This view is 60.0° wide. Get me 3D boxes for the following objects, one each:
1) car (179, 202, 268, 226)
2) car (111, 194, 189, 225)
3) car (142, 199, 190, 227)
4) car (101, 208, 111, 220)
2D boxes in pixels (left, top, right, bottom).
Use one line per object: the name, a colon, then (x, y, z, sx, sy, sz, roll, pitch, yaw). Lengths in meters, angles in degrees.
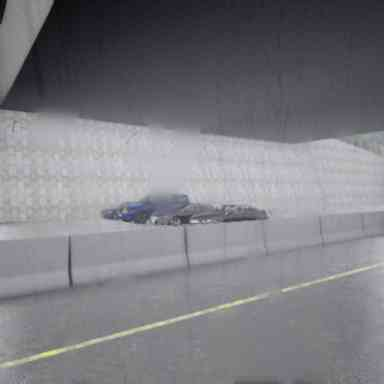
car: (2.078, 1.434, 18.368, 4.902, 1.511, 2.128, 0, 0, -35)
car: (-2.517, 1.167, 23.688, 5.566, 2.045, 2.150, 0, 0, -35)
car: (-0.287, 1.436, 20.981, 4.902, 1.511, 2.128, 0, 0, -35)
car: (-4.842, 1.473, 26.329, 4.674, 1.442, 1.812, 0, 0, -35)
